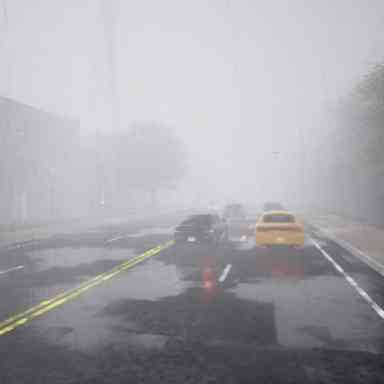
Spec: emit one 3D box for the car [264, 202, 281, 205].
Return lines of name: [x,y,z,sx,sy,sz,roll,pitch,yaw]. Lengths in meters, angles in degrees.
car: [6.959,1.640,28.720,1.837,1.490,4.892,-1,0,13]

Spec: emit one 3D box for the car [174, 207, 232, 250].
car: [0.493,1.633,14.873,1.812,1.442,4.674,-1,0,13]

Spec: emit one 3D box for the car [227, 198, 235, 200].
car: [7.159,1.869,61.034,2.128,1.511,4.902,-1,0,12]

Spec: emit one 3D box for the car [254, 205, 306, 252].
car: [3.687,1.541,14.260,1.882,1.535,5.008,-1,0,13]

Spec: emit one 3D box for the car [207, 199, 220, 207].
car: [4.079,1.983,62.128,1.994,1.385,4.181,-1,0,12]

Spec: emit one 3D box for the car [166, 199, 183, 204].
car: [-4.619,2.530,85.993,4.313,1.339,1.947,-1,1,12]

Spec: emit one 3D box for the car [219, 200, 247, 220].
car: [3.809,1.702,29.515,1.812,1.442,4.674,-1,0,13]
